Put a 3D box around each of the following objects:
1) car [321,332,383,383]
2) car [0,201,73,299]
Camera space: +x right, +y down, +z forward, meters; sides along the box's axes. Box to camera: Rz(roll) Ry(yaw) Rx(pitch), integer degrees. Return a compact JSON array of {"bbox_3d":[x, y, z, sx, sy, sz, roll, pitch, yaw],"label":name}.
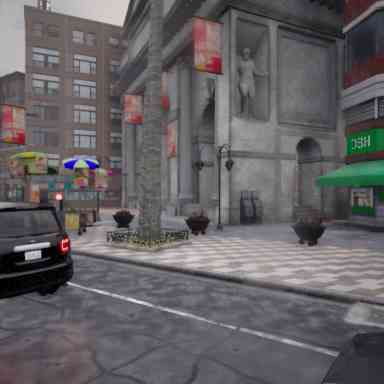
[{"bbox_3d":[3.369,1.547,1.482,5.357,1.411,2.033,0,0,37],"label":"car"},{"bbox_3d":[-5.013,1.221,7.513,5.566,2.045,2.150,0,0,36],"label":"car"}]
